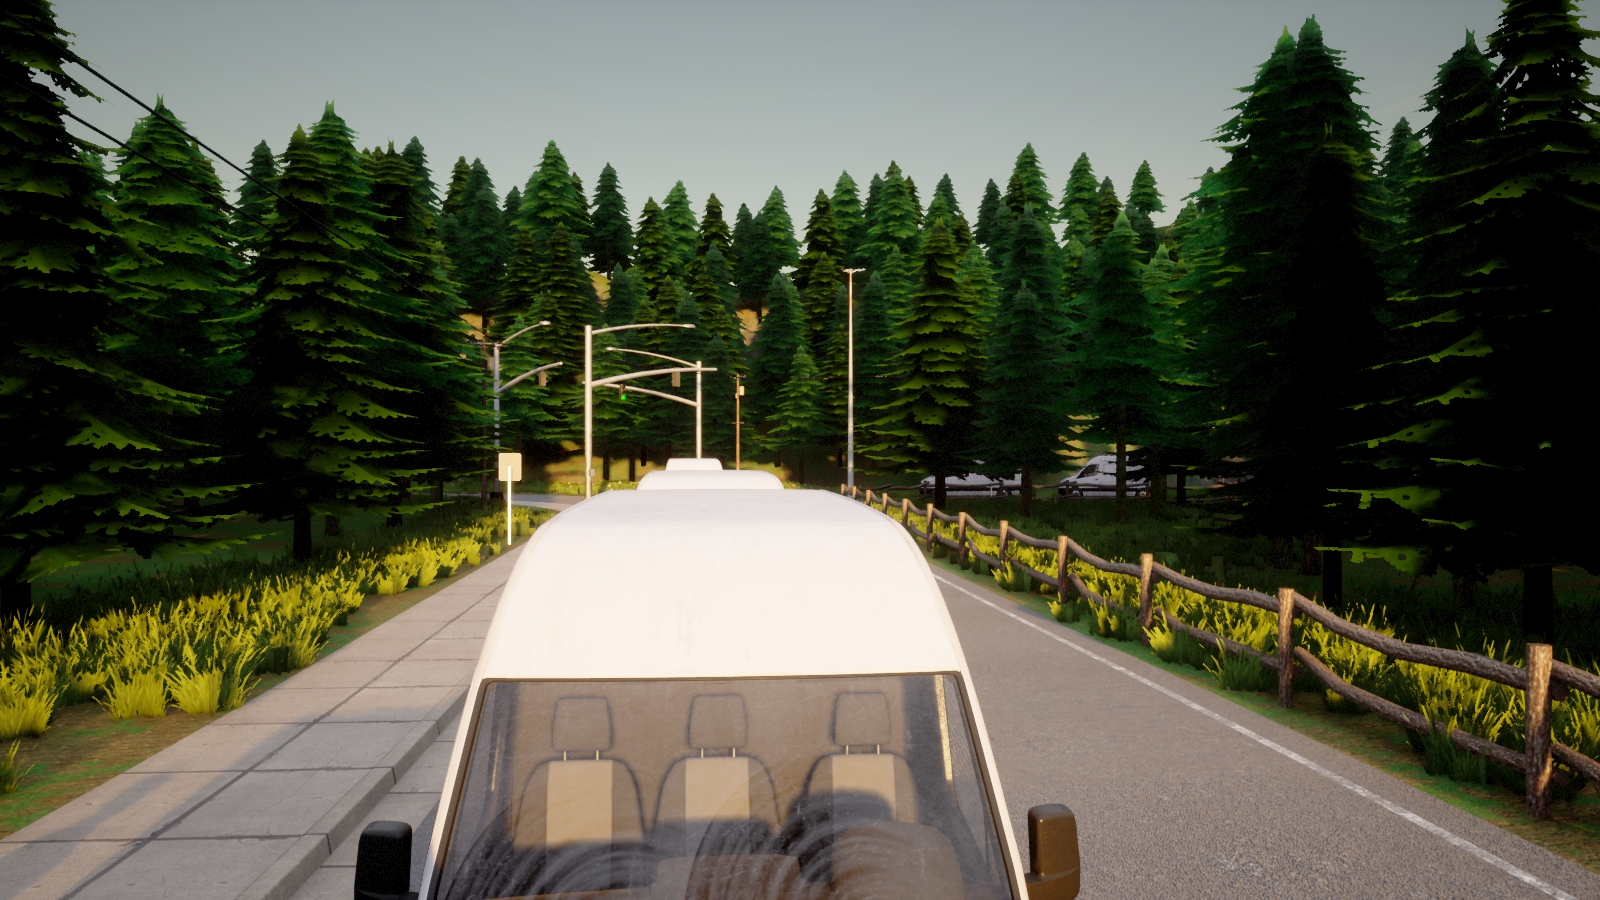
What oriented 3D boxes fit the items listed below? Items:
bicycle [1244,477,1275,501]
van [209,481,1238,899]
[{"bbox_3d":[25.313,2.158,62.932,1.487,1.276,0.859,0,0,27],"label":"bicycle"},{"bbox_3d":[-0.349,1.499,5.160,1.988,2.561,5.915,0,0,-5],"label":"van"}]
